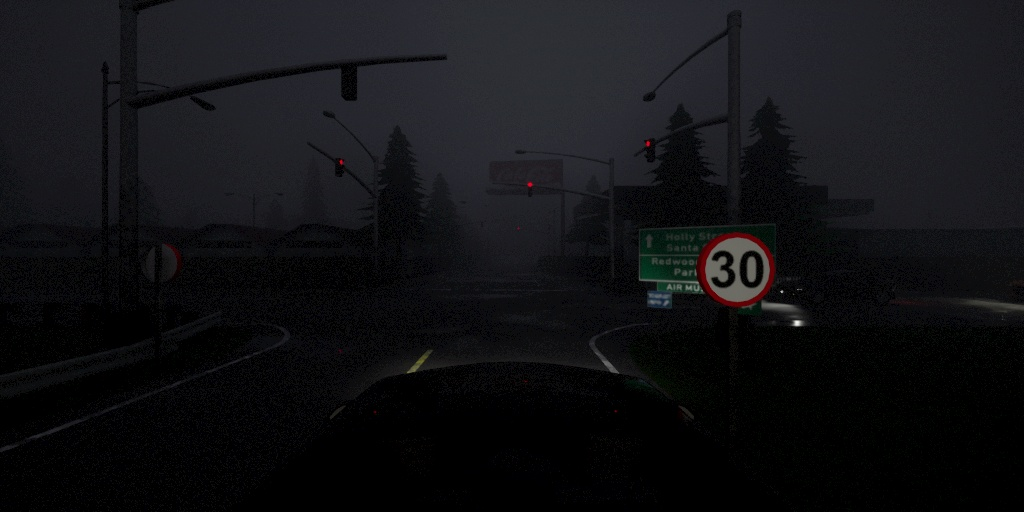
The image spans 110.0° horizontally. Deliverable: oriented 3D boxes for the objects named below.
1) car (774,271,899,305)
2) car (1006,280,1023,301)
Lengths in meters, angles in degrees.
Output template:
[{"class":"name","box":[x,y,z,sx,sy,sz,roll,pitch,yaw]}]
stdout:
[{"class":"car","box":[15.197,1.446,16.947,4.892,1.490,1.837,0,0,1]},{"class":"car","box":[26.535,1.419,16.798,5.008,1.535,1.882,0,0,1]}]
